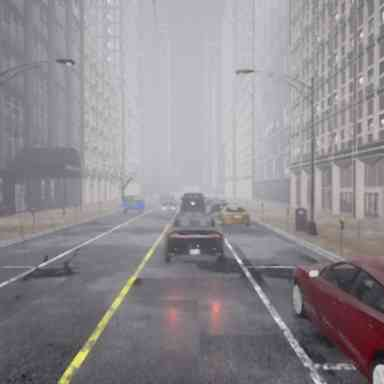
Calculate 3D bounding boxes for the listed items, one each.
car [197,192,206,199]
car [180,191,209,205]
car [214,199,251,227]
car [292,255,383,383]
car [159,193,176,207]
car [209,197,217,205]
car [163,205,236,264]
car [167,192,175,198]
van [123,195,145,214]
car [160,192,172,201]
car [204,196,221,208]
[{"bbox_3d":[2.400,0.820,84.417,2.097,1.767,4.553,0,0,0],"label":"car"},{"bbox_3d":[0.090,1.049,30.141,2.150,2.045,5.566,0,0,0],"label":"car"},{"bbox_3d":[2.690,1.404,21.706,1.752,1.417,4.829,0,0,0],"label":"car"},{"bbox_3d":[2.687,1.520,4.441,1.887,1.381,4.507,0,0,0],"label":"car"},{"bbox_3d":[-3.088,1.281,45.338,2.033,1.411,5.357,0,0,0],"label":"car"},{"bbox_3d":[2.692,1.378,32.933,1.947,1.339,4.313,0,0,0],"label":"car"},{"bbox_3d":[0.074,1.428,11.593,2.128,1.511,4.902,0,0,0],"label":"car"},{"bbox_3d":[-5.680,0.864,89.918,1.967,1.590,4.097,0,0,0],"label":"car"},{"bbox_3d":[-5.690,1.152,32.937,1.690,1.788,3.998,0,0,0],"label":"van"},{"bbox_3d":[-5.683,0.865,72.823,2.192,1.841,5.009,0,0,0],"label":"car"},{"bbox_3d":[2.693,1.306,44.329,1.947,1.339,4.313,0,0,0],"label":"car"}]
